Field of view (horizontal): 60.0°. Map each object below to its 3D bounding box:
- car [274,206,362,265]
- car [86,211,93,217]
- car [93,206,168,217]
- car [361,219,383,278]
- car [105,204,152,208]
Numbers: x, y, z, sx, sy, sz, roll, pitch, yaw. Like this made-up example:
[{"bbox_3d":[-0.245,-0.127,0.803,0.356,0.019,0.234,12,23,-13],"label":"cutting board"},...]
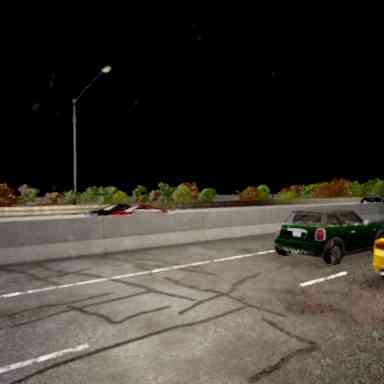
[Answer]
[{"bbox_3d":[5.056,1.352,11.894,4.553,1.767,2.097,0,0,-37],"label":"car"},{"bbox_3d":[-5.870,1.640,25.824,4.674,1.442,1.812,0,0,-37],"label":"car"},{"bbox_3d":[-2.928,1.677,19.287,4.718,1.301,1.895,0,0,-37],"label":"car"},{"bbox_3d":[6.720,1.457,8.769,5.008,1.535,1.882,0,0,-37],"label":"car"},{"bbox_3d":[-3.758,1.618,23.033,4.674,1.442,1.812,0,0,-37],"label":"car"}]
